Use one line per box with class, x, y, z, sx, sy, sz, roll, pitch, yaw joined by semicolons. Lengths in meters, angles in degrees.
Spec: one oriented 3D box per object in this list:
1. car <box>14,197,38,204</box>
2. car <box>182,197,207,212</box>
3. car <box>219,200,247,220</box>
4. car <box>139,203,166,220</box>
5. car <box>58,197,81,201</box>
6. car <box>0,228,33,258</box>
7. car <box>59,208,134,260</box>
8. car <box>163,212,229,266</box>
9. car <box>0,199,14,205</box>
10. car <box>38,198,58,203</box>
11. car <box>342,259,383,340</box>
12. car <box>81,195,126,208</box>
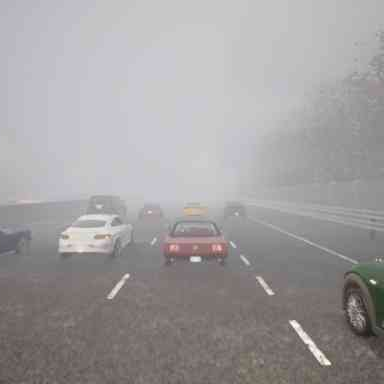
car;-24.538;1.531;50.696;1.882;1.535;5.008;0;0;0
car;0.110;1.505;29.664;1.882;1.535;5.008;0;0;0
car;3.508;1.472;28.483;1.837;1.490;4.892;0;0;0
car;-3.389;1.590;28.748;1.994;1.385;4.181;0;0;0
car;-17.557;1.529;49.184;1.882;1.535;5.008;0;0;0
car;-6.897;1.608;10.339;1.895;1.301;4.718;0;0;0
car;-3.394;1.534;12.424;1.812;1.442;4.674;0;0;0
car;0.106;1.609;11.601;1.895;1.301;4.718;0;0;0
car;-28.035;1.654;50.289;1.895;1.301;4.718;0;0;1
car;-21.039;1.579;50.622;1.812;1.442;4.674;0;0;0
car;3.575;1.305;3.786;2.097;1.767;4.553;0;0;0
car;-6.894;1.246;27.303;2.150;2.045;5.566;0;0;0
